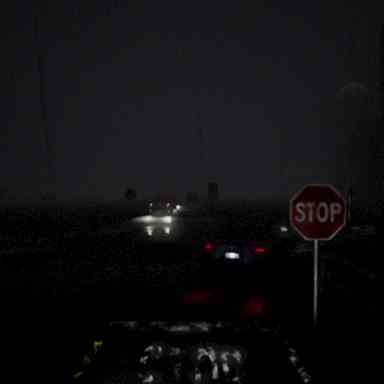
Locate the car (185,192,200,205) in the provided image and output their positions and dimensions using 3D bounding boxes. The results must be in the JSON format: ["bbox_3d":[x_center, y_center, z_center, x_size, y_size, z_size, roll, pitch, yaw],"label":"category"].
[{"bbox_3d":[0.095,0.974,54.916,2.150,2.045,5.566,0,0,0],"label":"car"}]

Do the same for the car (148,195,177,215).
[{"bbox_3d":[-2.854,1.202,31.364,2.097,1.767,4.553,0,0,0],"label":"car"}]

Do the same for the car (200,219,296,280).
[{"bbox_3d":[1.818,1.512,9.993,1.994,1.385,4.181,0,0,24],"label":"car"}]

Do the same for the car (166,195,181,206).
[{"bbox_3d":[-2.832,1.256,52.051,2.128,1.511,4.902,0,0,0],"label":"car"}]

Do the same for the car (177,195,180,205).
[{"bbox_3d":[-2.849,1.354,41.634,2.033,1.411,5.357,0,0,0],"label":"car"}]

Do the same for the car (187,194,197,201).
[{"bbox_3d":[-0.006,1.229,72.431,2.033,1.411,5.357,0,0,0],"label":"car"}]
